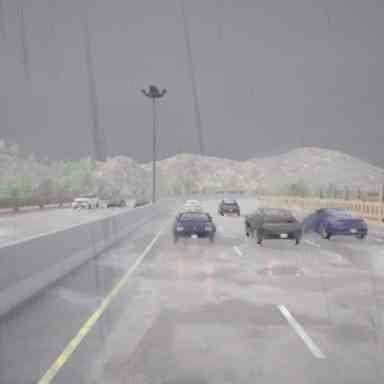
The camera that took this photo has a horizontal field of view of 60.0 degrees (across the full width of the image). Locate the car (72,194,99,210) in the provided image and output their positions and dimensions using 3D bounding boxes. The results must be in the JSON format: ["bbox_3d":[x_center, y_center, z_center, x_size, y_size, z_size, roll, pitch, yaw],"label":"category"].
[{"bbox_3d":[-14.084,1.228,44.481,2.150,2.045,5.566,0,0,0],"label":"car"}]

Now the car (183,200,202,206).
[{"bbox_3d":[0.089,1.531,34.289,1.812,1.442,4.674,0,0,0],"label":"car"}]

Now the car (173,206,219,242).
[{"bbox_3d":[0.101,1.603,16.439,1.895,1.301,4.718,0,0,0],"label":"car"}]

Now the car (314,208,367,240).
[{"bbox_3d":[7.102,1.528,16.934,1.812,1.442,4.674,0,0,0],"label":"car"}]

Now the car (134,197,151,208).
[{"bbox_3d":[-7.069,1.514,47.554,1.837,1.490,4.892,0,-1,0],"label":"car"}]

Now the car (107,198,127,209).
[{"bbox_3d":[-10.577,1.555,47.033,2.033,1.411,5.357,0,0,0],"label":"car"}]

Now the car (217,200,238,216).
[{"bbox_3d":[3.602,1.497,33.117,2.128,1.511,4.902,0,0,0],"label":"car"}]

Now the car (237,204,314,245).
[{"bbox_3d":[3.602,1.494,15.460,2.128,1.511,4.902,0,0,0],"label":"car"}]
